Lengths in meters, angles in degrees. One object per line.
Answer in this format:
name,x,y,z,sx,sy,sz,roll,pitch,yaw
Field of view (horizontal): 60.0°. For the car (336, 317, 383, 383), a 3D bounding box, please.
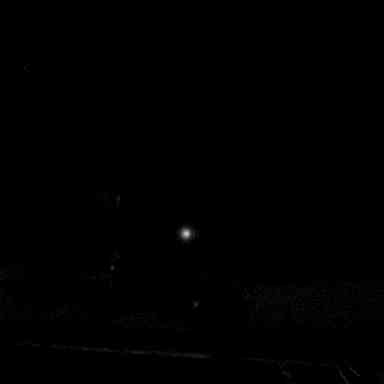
car,4.001,1.913,3.796,4.403,1.369,2.008,2,-2,4
